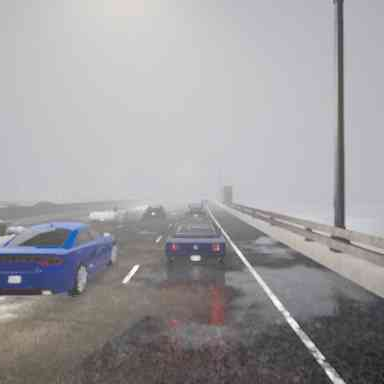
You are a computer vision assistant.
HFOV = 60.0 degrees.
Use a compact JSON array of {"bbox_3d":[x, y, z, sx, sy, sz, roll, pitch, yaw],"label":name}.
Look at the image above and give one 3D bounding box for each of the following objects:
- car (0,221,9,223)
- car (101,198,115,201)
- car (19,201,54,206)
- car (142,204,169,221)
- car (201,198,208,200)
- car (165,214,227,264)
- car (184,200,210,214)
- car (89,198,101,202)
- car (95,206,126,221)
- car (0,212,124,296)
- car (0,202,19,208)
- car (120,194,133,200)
[{"bbox_3d":[-6.858,1.685,11.808,1.895,1.301,4.718,0,0,1],"label":"car"},{"bbox_3d":[-19.224,2.129,77.987,1.812,1.442,4.674,0,-1,3],"label":"car"},{"bbox_3d":[-17.154,1.765,37.950,1.882,1.535,5.008,0,-1,1],"label":"car"},{"bbox_3d":[-3.137,1.784,29.354,1.994,1.385,4.181,0,0,1],"label":"car"},{"bbox_3d":[2.412,2.007,63.262,1.837,1.490,4.892,0,0,2],"label":"car"},{"bbox_3d":[0.145,1.689,12.098,1.895,1.301,4.718,0,0,1],"label":"car"},{"bbox_3d":[0.352,1.707,28.765,2.128,1.511,4.902,0,0,1],"label":"car"},{"bbox_3d":[-22.720,2.131,78.147,2.128,1.511,4.902,0,-1,3],"label":"car"},{"bbox_3d":[-6.678,1.803,27.095,1.895,1.301,4.718,0,0,1],"label":"car"},{"bbox_3d":[-3.386,1.541,8.869,1.882,1.535,5.008,0,0,1],"label":"car"},{"bbox_3d":[-20.667,1.846,37.287,1.994,1.385,4.181,0,0,1],"label":"car"},{"bbox_3d":[-15.648,1.579,79.561,2.150,2.045,5.566,0,-1,3],"label":"car"}]
